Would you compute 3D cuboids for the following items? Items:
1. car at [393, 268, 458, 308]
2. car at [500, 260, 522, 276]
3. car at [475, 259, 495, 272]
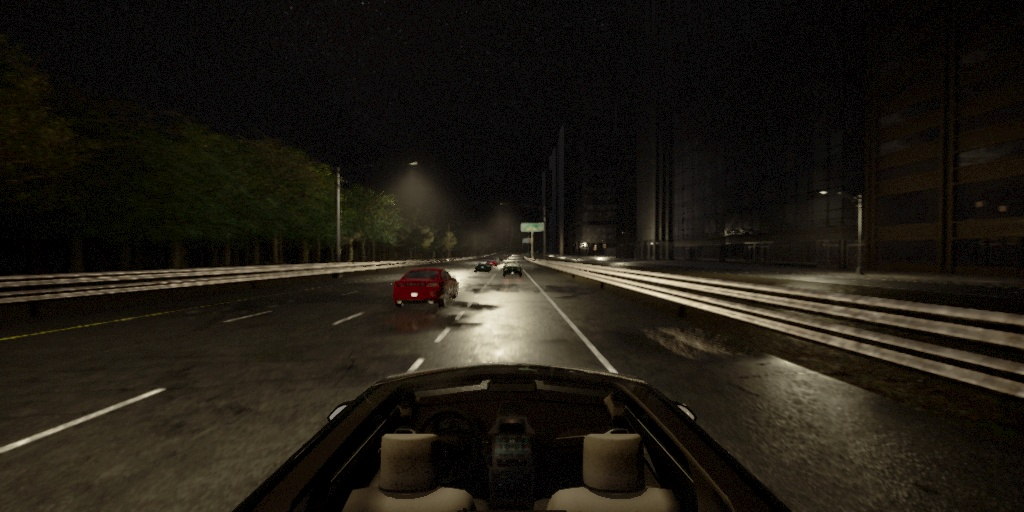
[{"bbox_3d":[-3.510,1.236,15.341,1.882,1.535,5.008,0,0,0],"label":"car"},{"bbox_3d":[0.040,1.369,37.761,1.895,1.301,4.718,0,0,0],"label":"car"},{"bbox_3d":[-3.599,1.335,45.344,1.994,1.385,4.181,0,0,0],"label":"car"}]
